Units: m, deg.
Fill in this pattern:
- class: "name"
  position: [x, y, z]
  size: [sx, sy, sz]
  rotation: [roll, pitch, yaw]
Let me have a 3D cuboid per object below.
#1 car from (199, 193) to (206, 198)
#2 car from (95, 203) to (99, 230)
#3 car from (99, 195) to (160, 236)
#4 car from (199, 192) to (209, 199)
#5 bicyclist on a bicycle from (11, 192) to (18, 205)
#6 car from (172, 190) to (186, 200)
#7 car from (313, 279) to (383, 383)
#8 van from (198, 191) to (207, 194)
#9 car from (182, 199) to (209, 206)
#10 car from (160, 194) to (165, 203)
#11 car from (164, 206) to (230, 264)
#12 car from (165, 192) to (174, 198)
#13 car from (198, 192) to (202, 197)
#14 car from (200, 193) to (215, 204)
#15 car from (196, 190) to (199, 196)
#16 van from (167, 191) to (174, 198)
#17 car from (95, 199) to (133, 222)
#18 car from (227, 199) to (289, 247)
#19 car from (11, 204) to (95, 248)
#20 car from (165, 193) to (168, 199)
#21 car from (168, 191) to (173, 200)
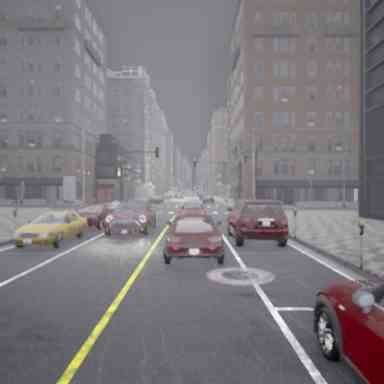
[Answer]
- class: "car"
  position: [2.667, 0.941, 86.700]
  size: [1.802, 1.307, 4.206]
  rotation: [1, 0, 0]
- class: "car"
  position: [-5.852, 1.394, 20.026]
  size: [1.887, 1.381, 4.507]
  rotation: [1, 0, 0]
- class: "car"
  position: [-3.088, 1.219, 17.451]
  size: [2.097, 1.767, 4.553]
  rotation: [0, 1, 0]
- class: "car"
  position: [2.669, 1.146, 58.334]
  size: [1.802, 1.307, 4.206]
  rotation: [1, 0, 0]
- class: "bicyclist on a bicycle"
  position: [-23.017, 0.827, 43.106]
  size: [0.582, 1.620, 1.656]
  rotation: [0, 0, 0]
- class: "car"
  position: [-3.007, 0.961, 76.001]
  size: [2.128, 1.511, 4.902]
  rotation: [0, 0, 0]
- class: "car"
  position: [2.677, 1.415, 3.144]
  size: [1.967, 1.590, 4.097]
  rotation: [1, 0, 0]
- class: "van"
  position: [2.671, 0.822, 69.679]
  size: [1.690, 1.788, 3.998]
  rotation: [1, 0, 0]
- class: "car"
  position: [0.060, 1.416, 24.528]
  size: [1.895, 1.301, 4.718]
  rotation: [0, 0, 0]
- class: "car"
  position: [-5.855, 1.150, 52.669]
  size: [1.887, 1.381, 4.507]
  rotation: [1, 0, 0]
- class: "car"
  position: [0.071, 1.439, 11.406]
  size: [1.812, 1.442, 4.674]
  rotation: [0, 0, 0]
- class: "car"
  position: [-5.857, 0.799, 86.705]
  size: [1.967, 1.590, 4.097]
  rotation: [1, 0, 0]
- class: "car"
  position: [2.669, 1.104, 64.008]
  size: [1.802, 1.307, 4.206]
  rotation: [1, 0, 0]
- class: "car"
  position: [2.670, 1.188, 52.661]
  size: [1.802, 1.307, 4.206]
  rotation: [1, 0, 0]
- class: "car"
  position: [2.671, 0.755, 75.352]
  size: [2.192, 1.841, 5.009]
  rotation: [1, 0, 0]
- class: "van"
  position: [-5.857, 0.660, 92.377]
  size: [1.690, 1.788, 3.998]
  rotation: [1, 0, 0]
- class: "car"
  position: [-5.852, 1.333, 25.480]
  size: [1.752, 1.417, 4.829]
  rotation: [1, 0, 0]
- class: "car"
  position: [2.677, 1.206, 14.392]
  size: [2.192, 1.841, 5.009]
  rotation: [1, 0, 0]
- class: "car"
  position: [-5.851, 1.418, 14.231]
  size: [1.752, 1.417, 4.829]
  rotation: [1, 0, 0]
- class: "car"
  position: [-5.856, 1.108, 58.342]
  size: [1.887, 1.381, 4.507]
  rotation: [1, 0, 0]
- class: "car"
  position: [-5.858, 1.022, 75.360]
  size: [1.802, 1.307, 4.206]
  rotation: [1, 0, 0]
